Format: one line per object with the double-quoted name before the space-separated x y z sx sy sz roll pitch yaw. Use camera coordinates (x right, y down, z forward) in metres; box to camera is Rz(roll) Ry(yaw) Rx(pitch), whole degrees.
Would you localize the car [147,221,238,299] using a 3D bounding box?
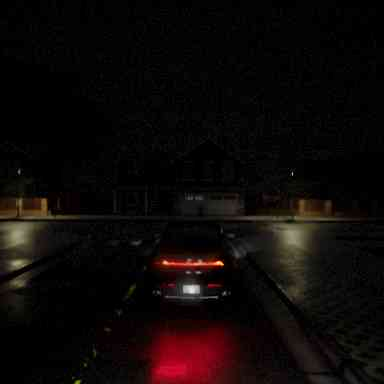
"car" 0.055 1.480 8.350 1.837 1.490 4.892 0 0 2
